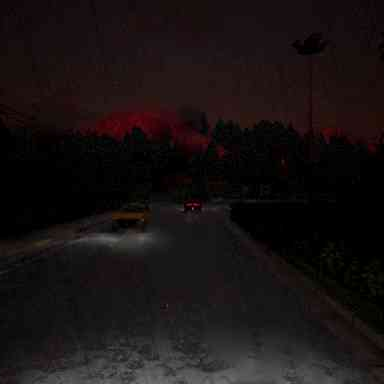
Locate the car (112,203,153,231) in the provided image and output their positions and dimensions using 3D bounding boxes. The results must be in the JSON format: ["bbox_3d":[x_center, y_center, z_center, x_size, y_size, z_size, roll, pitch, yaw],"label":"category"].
[{"bbox_3d":[-3.502,1.447,20.295,1.882,1.535,5.008,0,0,0],"label":"car"}]

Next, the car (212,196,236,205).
[{"bbox_3d":[5.434,1.428,52.905,4.674,1.442,1.812,0,-1,-26],"label":"car"}]

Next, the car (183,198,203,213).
[{"bbox_3d":[0.098,1.439,36.368,1.837,1.490,4.892,0,0,0],"label":"car"}]

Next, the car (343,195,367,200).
[{"bbox_3d":[26.089,1.255,53.246,4.553,1.767,2.097,0,0,1],"label":"car"}]
